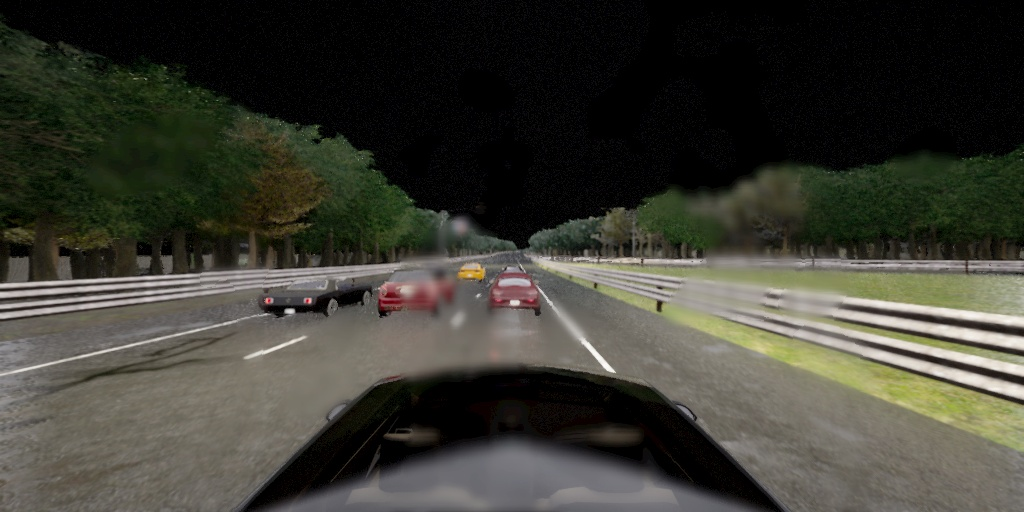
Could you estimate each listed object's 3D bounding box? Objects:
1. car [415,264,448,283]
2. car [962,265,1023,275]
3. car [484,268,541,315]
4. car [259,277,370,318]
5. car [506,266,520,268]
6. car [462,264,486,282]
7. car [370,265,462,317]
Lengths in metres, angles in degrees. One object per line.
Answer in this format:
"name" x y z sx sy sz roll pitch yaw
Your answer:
"car" -6.899 1.470 31.076 1.812 1.442 4.674 0 0 0
"car" 45.198 1.099 33.370 4.181 1.385 1.994 0 0 36
"car" 0.093 1.372 13.996 1.812 1.442 4.674 0 0 0
"car" -6.911 1.443 13.368 1.895 1.301 4.718 0 0 0
"car" 0.088 1.506 30.408 1.994 1.385 4.181 0 0 0
"car" -3.411 1.423 31.493 1.882 1.535 5.008 0 0 0
"car" -3.409 1.197 13.769 2.097 1.767 4.553 0 0 0
